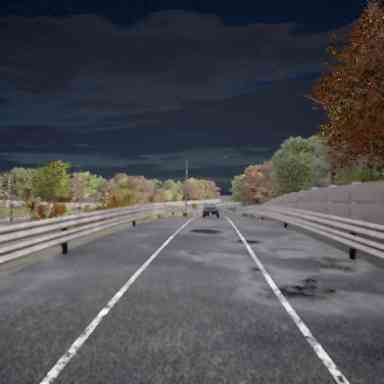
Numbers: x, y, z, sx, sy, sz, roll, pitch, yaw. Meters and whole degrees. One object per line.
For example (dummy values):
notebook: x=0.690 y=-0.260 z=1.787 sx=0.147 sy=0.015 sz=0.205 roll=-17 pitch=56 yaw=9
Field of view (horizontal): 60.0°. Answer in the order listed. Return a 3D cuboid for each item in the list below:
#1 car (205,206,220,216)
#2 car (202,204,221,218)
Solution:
car: x=3.153 y=2.879 z=49.529 sx=2.033 sy=1.411 sz=5.357 roll=0 pitch=-4 yaw=6
car: x=2.203 y=2.177 z=38.557 sx=1.837 sy=1.490 sz=4.892 roll=0 pitch=-3 yaw=5
